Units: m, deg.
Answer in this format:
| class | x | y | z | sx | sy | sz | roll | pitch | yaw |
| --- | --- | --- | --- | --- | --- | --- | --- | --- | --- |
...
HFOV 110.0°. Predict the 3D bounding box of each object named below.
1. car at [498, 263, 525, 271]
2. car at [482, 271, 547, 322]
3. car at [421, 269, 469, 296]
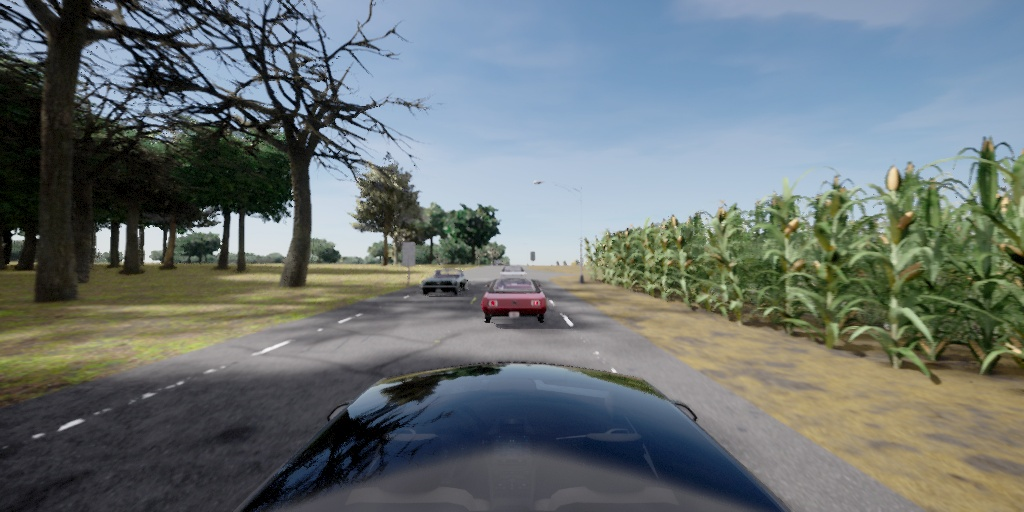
| class | x | y | z | sx | sy | sz | roll | pitch | yaw |
| --- | --- | --- | --- | --- | --- | --- | --- | --- | --- |
| car | 0.064 | 1.414 | 27.246 | 1.895 | 1.301 | 4.718 | 0 | 0 | 0 |
| car | 0.069 | 1.380 | 12.424 | 1.895 | 1.301 | 4.718 | 0 | 0 | 0 |
| car | -3.593 | 1.398 | 19.791 | 1.895 | 1.301 | 4.718 | 0 | 0 | 0 |
